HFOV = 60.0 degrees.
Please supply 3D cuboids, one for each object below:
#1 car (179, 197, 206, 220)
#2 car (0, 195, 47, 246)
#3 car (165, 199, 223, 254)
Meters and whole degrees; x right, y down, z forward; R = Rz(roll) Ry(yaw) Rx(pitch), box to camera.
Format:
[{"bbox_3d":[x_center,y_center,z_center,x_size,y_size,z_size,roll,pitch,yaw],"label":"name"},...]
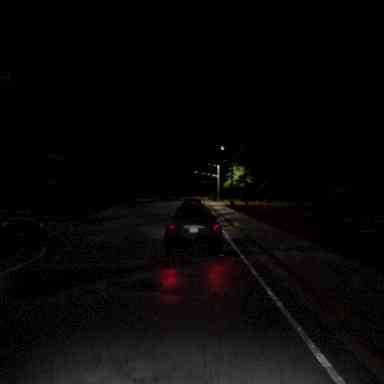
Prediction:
[{"bbox_3d":[0.061,1.355,28.765,2.097,1.767,4.553,0,0,0],"label":"car"},{"bbox_3d":[-7.666,1.146,14.158,1.905,1.878,3.866,8,-3,-42],"label":"car"},{"bbox_3d":[0.080,1.345,13.673,2.097,1.767,4.553,0,0,0],"label":"car"}]
